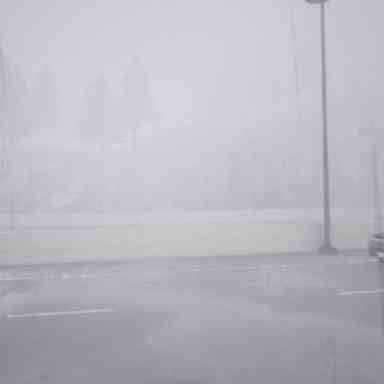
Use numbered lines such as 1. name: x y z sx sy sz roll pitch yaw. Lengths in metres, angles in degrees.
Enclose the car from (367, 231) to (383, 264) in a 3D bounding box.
1. car: 8.181 1.713 10.804 4.902 1.511 2.128 0 -2 -13
